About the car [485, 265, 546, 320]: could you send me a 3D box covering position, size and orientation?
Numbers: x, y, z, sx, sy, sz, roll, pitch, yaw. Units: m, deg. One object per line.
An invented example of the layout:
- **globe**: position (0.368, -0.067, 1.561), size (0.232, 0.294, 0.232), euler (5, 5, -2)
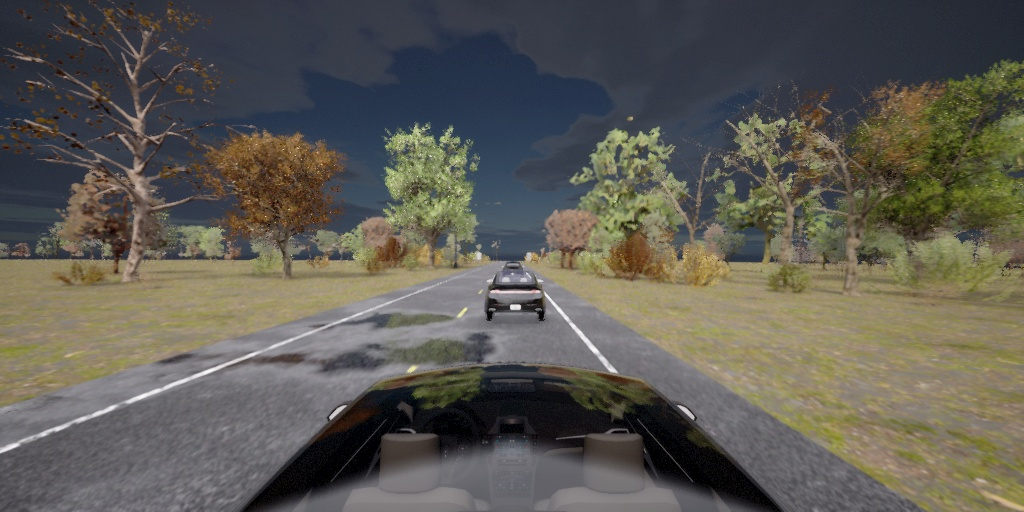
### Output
- **car**: position (0.100, 1.242, 12.581), size (2.128, 1.511, 4.902), euler (0, 0, 0)

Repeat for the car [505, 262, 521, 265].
- **car**: position (0.099, 1.290, 32.831), size (1.837, 1.490, 4.892), euler (0, 0, 0)
